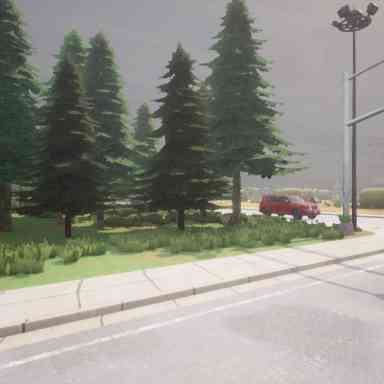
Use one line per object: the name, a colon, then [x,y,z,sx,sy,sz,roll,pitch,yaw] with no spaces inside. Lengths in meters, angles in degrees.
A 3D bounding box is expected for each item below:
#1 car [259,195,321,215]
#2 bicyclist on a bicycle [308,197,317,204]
car: [8.346,1.248,28.993,2.150,2.045,5.566,0,0,-34]
bicyclist on a bicycle: [12.903,1.327,35.575,1.656,1.620,0.582,0,0,-34]
